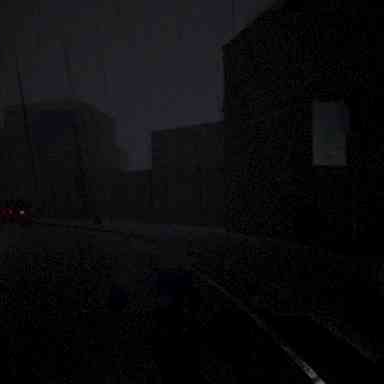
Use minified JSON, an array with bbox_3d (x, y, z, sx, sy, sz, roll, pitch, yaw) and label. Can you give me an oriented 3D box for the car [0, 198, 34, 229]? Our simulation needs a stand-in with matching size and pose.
[{"bbox_3d":[-13.131,1.386,22.620,5.566,2.045,2.150,0,-1,31],"label":"car"}]
